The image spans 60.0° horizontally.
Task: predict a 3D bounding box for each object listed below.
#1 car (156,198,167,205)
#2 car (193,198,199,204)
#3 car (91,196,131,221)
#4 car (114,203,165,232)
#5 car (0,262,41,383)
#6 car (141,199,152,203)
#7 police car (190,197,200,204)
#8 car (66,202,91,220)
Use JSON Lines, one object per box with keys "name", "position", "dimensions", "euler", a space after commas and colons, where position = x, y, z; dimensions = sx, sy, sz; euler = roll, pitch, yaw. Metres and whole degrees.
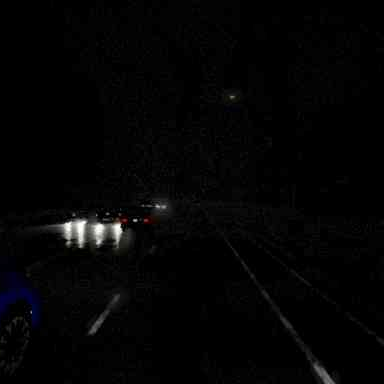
{"name": "car", "position": [-6.393, 2.113, 69.949], "dimensions": [2.128, 1.511, 4.902], "euler": [0, -1, 0]}
{"name": "car", "position": [1.118, 2.488, 93.141], "dimensions": [1.812, 1.442, 4.674], "euler": [0, -1, 0]}
{"name": "car", "position": [-6.556, 1.361, 28.614], "dimensions": [2.150, 2.045, 5.566], "euler": [0, 0, 0]}
{"name": "car", "position": [-3.122, 1.646, 20.853], "dimensions": [2.033, 1.411, 5.357], "euler": [0, 0, 0]}
{"name": "car", "position": [-3.150, 1.230, 2.194], "dimensions": [2.150, 2.045, 5.566], "euler": [0, 0, 0]}
{"name": "car", "position": [-9.641, 2.124, 71.408], "dimensions": [2.033, 1.411, 5.357], "euler": [0, -1, 0]}
{"name": "police car", "position": [1.103, 2.228, 83.252], "dimensions": [1.930, 1.638, 5.238], "euler": [0, -1, 0]}
{"name": "car", "position": [-9.801, 1.640, 30.071], "dimensions": [2.128, 1.511, 4.902], "euler": [0, 0, 0]}
